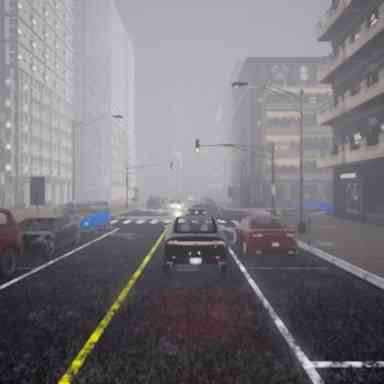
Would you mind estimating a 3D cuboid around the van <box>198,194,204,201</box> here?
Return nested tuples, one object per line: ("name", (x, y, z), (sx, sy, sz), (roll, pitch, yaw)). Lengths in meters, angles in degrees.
("van", (2.592, 1.510, 95.008), (1.690, 1.788, 3.998), (0, 0, 0))

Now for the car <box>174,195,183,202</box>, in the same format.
("car", (-3.077, 1.604, 78.744), (1.882, 1.535, 5.008), (0, 0, 0))

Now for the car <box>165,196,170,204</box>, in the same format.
("car", (-5.755, 1.633, 61.835), (1.887, 1.381, 4.507), (0, 0, 0))

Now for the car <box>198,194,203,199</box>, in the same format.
("car", (2.624, 1.529, 61.842), (1.967, 1.590, 4.097), (0, 0, 0))

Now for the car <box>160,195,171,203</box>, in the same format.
("car", (-5.767, 1.552, 72.891), (1.967, 1.590, 4.097), (0, 0, 0))

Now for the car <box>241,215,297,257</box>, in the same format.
("car", (2.673, 1.557, 12.874), (1.887, 1.381, 4.507), (0, 0, 0))

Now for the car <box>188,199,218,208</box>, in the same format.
("car", (1.088, 1.576, 27.141), (2.033, 1.411, 5.357), (0, 0, 17))

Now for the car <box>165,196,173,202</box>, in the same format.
("car", (-5.777, 1.664, 83.775), (1.752, 1.417, 4.829), (0, 0, 0))

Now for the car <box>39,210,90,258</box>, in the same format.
("car", (-5.707, 1.577, 12.867), (1.947, 1.339, 4.313), (0, 0, 0))

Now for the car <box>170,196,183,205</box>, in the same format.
("car", (-3.094, 1.584, 63.283), (2.128, 1.511, 4.902), (0, 0, 1))

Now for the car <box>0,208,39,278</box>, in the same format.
("car", (-5.703, 1.321, 7.344), (2.192, 1.841, 5.009), (0, 0, 0))

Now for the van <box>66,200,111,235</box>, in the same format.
("van", (-5.714, 1.358, 18.390), (1.690, 1.788, 3.998), (0, 0, 0))

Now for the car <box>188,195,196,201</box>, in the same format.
("car", (-0.089, 1.533, 91.091), (2.128, 1.511, 4.902), (0, 0, 0))

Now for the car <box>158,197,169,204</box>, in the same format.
("car", (-5.760, 1.666, 67.363), (1.947, 1.339, 4.313), (0, 0, 0))

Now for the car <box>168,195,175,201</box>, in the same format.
("car", (-5.787, 1.713, 95.001), (1.887, 1.381, 4.507), (0, 0, 0))

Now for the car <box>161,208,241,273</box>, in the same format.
("car", (0.089, 1.501, 10.716), (2.128, 1.511, 4.902), (0, 0, 0))

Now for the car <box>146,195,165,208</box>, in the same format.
("car", (-5.745, 1.383, 50.780), (2.192, 1.841, 5.009), (0, 0, 0))

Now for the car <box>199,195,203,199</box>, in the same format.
("car", (2.630, 1.623, 56.315), (1.887, 1.381, 4.507), (0, 0, 0))

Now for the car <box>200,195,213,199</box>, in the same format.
("car", (2.636, 1.613, 50.787), (1.887, 1.381, 4.507), (0, 0, 0))

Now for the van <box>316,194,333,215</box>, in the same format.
("van", (13.701, 1.186, 29.974), (3.998, 1.788, 1.690), (-1, 1, 0))

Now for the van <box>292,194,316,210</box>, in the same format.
("van", (13.671, 1.157, 38.354), (3.998, 1.788, 1.690), (-1, 1, 0))

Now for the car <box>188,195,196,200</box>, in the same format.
("car", (-0.080, 1.721, 81.115), (1.895, 1.301, 4.718), (0, 0, 0))
